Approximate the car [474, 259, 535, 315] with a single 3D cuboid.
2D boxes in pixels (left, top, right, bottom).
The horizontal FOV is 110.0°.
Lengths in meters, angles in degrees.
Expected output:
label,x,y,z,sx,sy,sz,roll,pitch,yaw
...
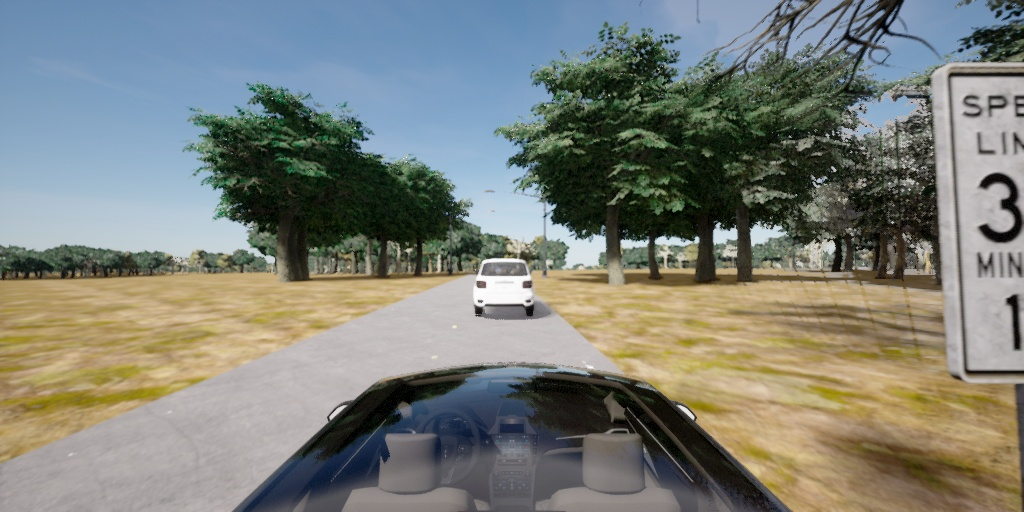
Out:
label,x,y,z,sx,sy,sz,roll,pitch,yaw
car,-0.335,1.141,14.557,2.150,2.045,5.566,0,-1,-2
